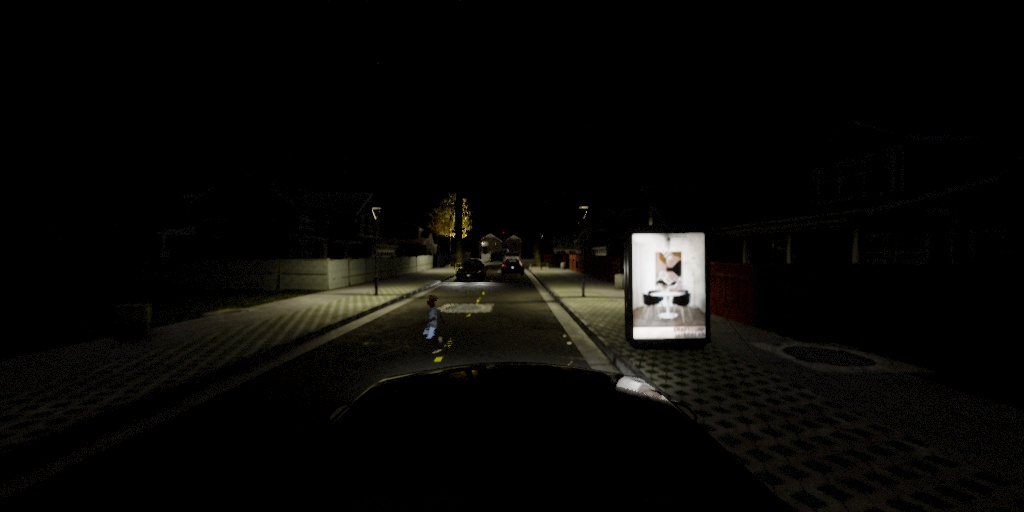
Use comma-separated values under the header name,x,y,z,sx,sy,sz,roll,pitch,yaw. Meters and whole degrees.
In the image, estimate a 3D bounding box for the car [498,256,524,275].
name,x,y,z,sx,sy,sz,roll,pitch,yaw
car,0.057,0.944,32.497,1.994,1.385,4.181,0,1,0

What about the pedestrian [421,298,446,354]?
name,x,y,z,sx,sy,sz,roll,pitch,yaw
pedestrian,-1.565,0.977,7.218,0.375,1.860,0.375,1,0,-12

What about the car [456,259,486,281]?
name,x,y,z,sx,sy,sz,roll,pitch,yaw
car,-2.876,0.985,25.990,1.812,1.442,4.674,0,1,0

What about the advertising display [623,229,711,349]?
name,x,y,z,sx,sy,sz,roll,pitch,yaw
advertising display,3.006,0.714,6.944,1.540,2.440,0.280,0,0,0

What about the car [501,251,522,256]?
name,x,y,z,sx,sy,sz,roll,pitch,yaw
car,0.037,0.441,45.579,2.150,2.045,5.566,0,1,0
